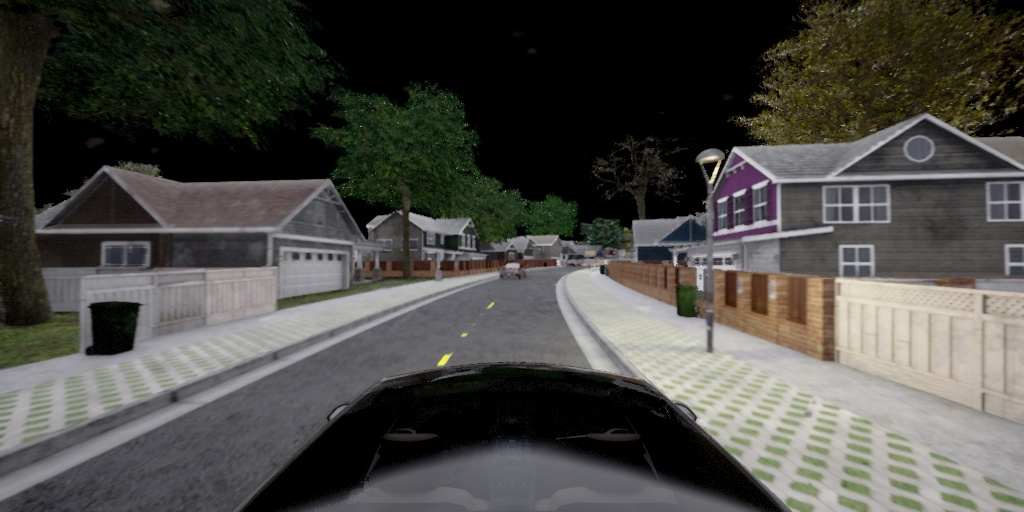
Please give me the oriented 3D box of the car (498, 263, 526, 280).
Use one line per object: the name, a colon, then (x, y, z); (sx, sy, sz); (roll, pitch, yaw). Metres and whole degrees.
car: (0.146, 1.331, 32.613); (1.812, 1.442, 4.674); (0, 0, 11)
